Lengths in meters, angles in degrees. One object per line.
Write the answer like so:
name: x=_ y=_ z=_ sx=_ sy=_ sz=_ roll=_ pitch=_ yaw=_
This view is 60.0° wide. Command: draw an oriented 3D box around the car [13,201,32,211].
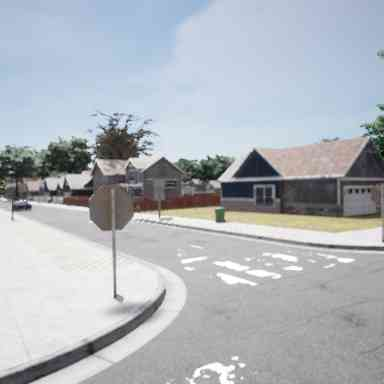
car: x=-22.436 y=1.814 z=43.949 sx=1.895 sy=1.301 sz=4.718 roll=-1 pitch=0 yaw=-34
